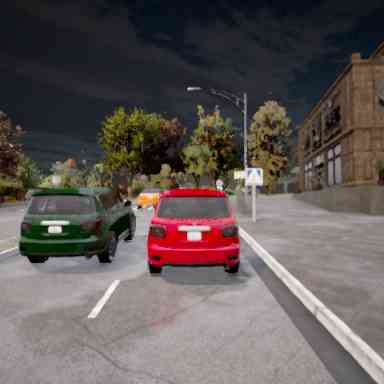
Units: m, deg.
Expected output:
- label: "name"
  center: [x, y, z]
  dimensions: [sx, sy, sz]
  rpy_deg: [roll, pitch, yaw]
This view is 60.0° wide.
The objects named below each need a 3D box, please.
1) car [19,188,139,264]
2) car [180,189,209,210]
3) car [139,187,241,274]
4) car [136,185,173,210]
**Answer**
- label: "car"
  center: [-3.239, 0.861, 10.498]
  dimensions: [2.150, 2.045, 5.566]
  rpy_deg: [0, 2, 0]
- label: "car"
  center: [0.276, 0.558, 26.621]
  dimensions: [1.994, 1.385, 4.181]
  rpy_deg: [0, 2, 5]
- label: "car"
  center: [0.020, 0.891, 9.600]
  dimensions: [2.150, 2.045, 5.566]
  rpy_deg: [0, 2, -1]
- label: "car"
  center: [-2.934, 0.357, 26.979]
  dimensions: [2.097, 1.767, 4.553]
  rpy_deg: [0, 2, 5]
